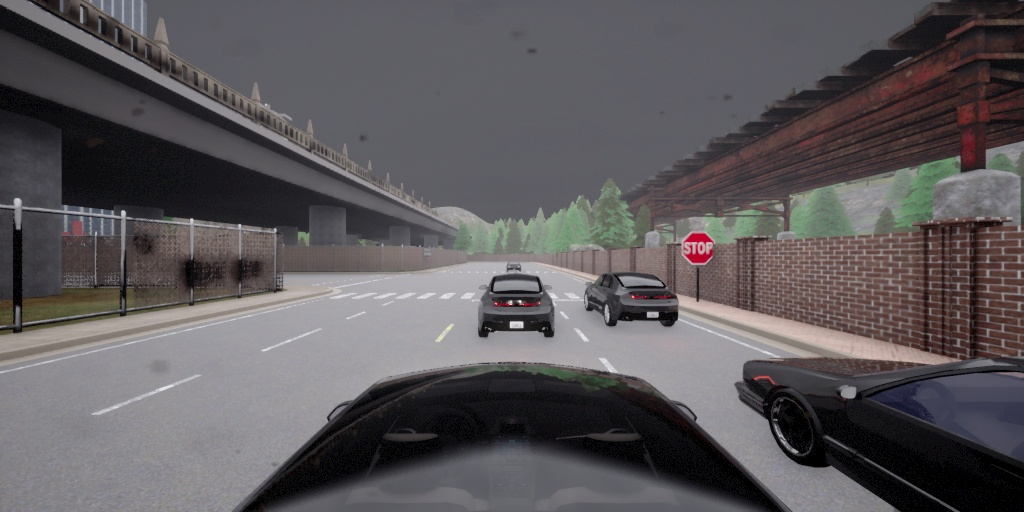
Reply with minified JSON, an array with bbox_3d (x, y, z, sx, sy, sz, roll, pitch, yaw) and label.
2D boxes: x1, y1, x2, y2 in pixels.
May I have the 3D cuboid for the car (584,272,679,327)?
[{"bbox_3d":[3.609,1.255,11.586,1.837,1.490,4.892,0,0,0],"label":"car"}]

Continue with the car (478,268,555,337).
[{"bbox_3d":[0.106,1.255,10.229,1.837,1.490,4.892,0,0,0],"label":"car"}]

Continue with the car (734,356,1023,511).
[{"bbox_3d":[3.600,1.297,1.839,2.033,1.411,5.357,0,0,0],"label":"car"}]

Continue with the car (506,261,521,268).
[{"bbox_3d":[0.224,1.351,46.352,1.895,1.301,4.718,0,0,-1],"label":"car"}]
